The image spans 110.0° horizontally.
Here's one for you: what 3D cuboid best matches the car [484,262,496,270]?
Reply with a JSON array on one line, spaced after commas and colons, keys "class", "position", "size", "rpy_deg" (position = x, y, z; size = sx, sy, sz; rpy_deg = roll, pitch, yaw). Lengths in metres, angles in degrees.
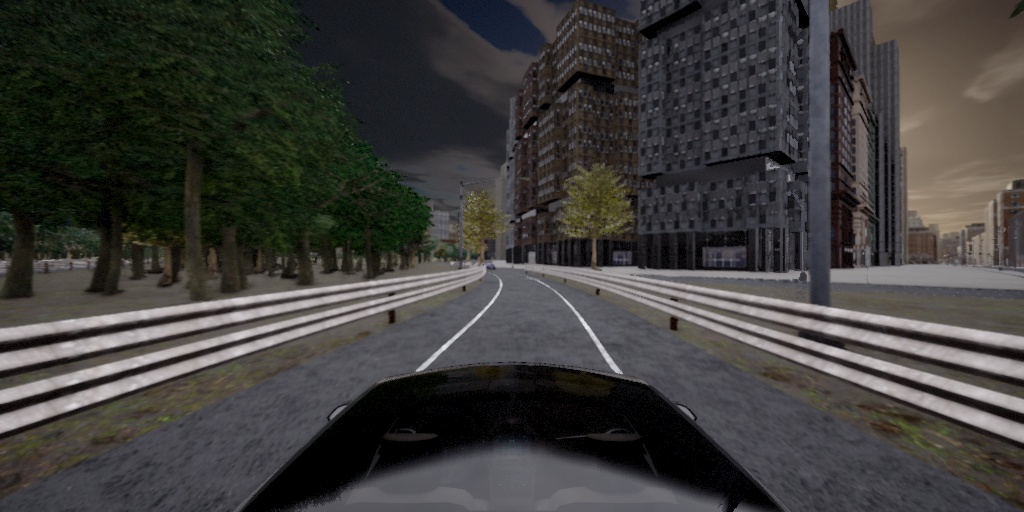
[{"class": "car", "position": [-4.264, 1.842, 65.276], "size": [1.812, 1.442, 4.674], "rpy_deg": [0, -1, -16]}]
